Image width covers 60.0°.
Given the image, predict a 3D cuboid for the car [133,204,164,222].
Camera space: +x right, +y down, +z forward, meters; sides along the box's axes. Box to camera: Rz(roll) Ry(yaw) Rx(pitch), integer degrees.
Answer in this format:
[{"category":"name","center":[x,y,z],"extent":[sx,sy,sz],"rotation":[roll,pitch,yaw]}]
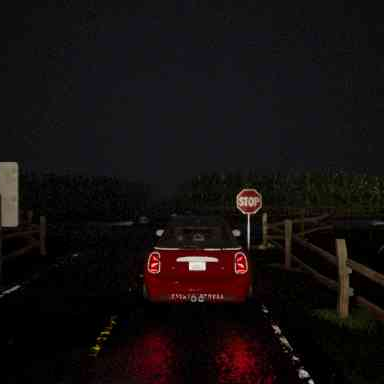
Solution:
[{"category":"car","center":[-2.078,1.554,23.758],"extent":[4.181,1.385,1.994],"rotation":[0,0,0]}]

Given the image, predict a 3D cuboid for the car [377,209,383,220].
[{"category":"car","center":[15.588,1.433,23.735],"extent":[4.181,1.385,1.994],"rotation":[0,0,1]}]

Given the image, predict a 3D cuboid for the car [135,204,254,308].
[{"category":"car","center":[0.150,1.351,8.096],"extent":[2.097,1.767,4.553],"rotation":[0,0,1]}]
